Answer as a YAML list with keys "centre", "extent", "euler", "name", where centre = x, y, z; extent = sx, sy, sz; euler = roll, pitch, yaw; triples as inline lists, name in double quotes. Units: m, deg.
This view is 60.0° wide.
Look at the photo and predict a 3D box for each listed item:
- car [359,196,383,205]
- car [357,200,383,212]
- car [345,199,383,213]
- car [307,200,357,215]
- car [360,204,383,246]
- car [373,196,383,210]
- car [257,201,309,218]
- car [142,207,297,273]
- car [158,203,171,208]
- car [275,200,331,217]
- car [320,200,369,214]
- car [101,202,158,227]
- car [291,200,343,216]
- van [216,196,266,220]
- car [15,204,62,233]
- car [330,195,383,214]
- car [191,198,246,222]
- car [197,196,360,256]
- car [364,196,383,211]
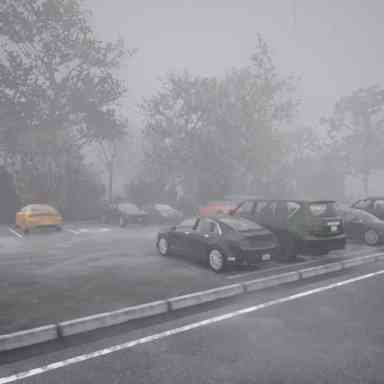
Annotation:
- centre: [9.699, 1.281, 17.373]
  extent: [2.435, 2.045, 5.566]
  euler: [1, 0, -35]
  name: "car"
- centre: [24.655, 1.828, 44.084]
  extent: [2.002, 1.452, 4.674]
  euler: [1, 0, -36]
  name: "car"
- centre: [22.492, 1.760, 42.535]
  extent: [2.097, 1.535, 5.008]
  euler: [1, 0, -36]
  name: "car"
- centre: [15.708, 1.709, 37.659]
  extent: [2.163, 1.488, 4.792]
  euler: [1, 0, -36]
  name: "car"
- centre: [7.426, 1.512, 15.726]
  extent: [2.231, 1.521, 4.892]
  euler: [1, 0, -35]
  name: "car"
- centre: [29.204, 1.603, 47.302]
  extent: [2.435, 2.045, 5.566]
  euler: [1, 0, -36]
  name: "car"
- centre: [8.892, 1.644, 32.825]
  extent: [2.002, 1.452, 4.674]
  euler: [1, 0, -36]
  name: "car"
- centre: [0.585, 1.473, 10.843]
  extent: [2.231, 1.521, 4.892]
  euler: [0, 0, -35]
  name: "car"
- centre: [-2.446, 1.536, 24.749]
  extent: [2.002, 1.452, 4.674]
  euler: [0, 0, -35]
  name: "car"
- centre: [11.265, 1.626, 34.294]
  extent: [1.946, 1.575, 5.366]
  euler: [1, 0, -36]
  name: "car"
- centre: [17.940, 1.734, 39.326]
  extent: [2.163, 1.488, 4.792]
  euler: [1, 0, -36]
  name: "car"
- centre: [-4.718, 1.481, 23.136]
  extent: [2.097, 1.535, 5.008]
  euler: [0, 0, -35]
  name: "car"
- centre: [13.428, 1.654, 36.060]
  extent: [2.097, 1.535, 5.008]
  euler: [1, 0, -36]
  name: "car"
- centre: [4.289, 1.328, 29.687]
  extent: [1.878, 1.987, 4.442]
  euler: [1, 0, -35]
  name: "van"
- centre: [-9.249, 1.465, 19.899]
  extent: [2.097, 1.535, 5.008]
  euler: [0, 0, -35]
  name: "car"
- centre: [20.240, 1.479, 40.899]
  extent: [2.435, 2.045, 5.566]
  euler: [1, 0, -36]
  name: "car"
- centre: [2.110, 1.407, 27.953]
  extent: [2.185, 1.767, 4.553]
  euler: [1, 0, -35]
  name: "car"
- centre: [2.848, 1.230, 12.495]
  extent: [2.435, 2.045, 5.566]
  euler: [0, 0, -35]
  name: "car"
- centre: [27.039, 1.570, 45.755]
  extent: [2.435, 2.045, 5.566]
  euler: [1, -1, -36]
  name: "car"
